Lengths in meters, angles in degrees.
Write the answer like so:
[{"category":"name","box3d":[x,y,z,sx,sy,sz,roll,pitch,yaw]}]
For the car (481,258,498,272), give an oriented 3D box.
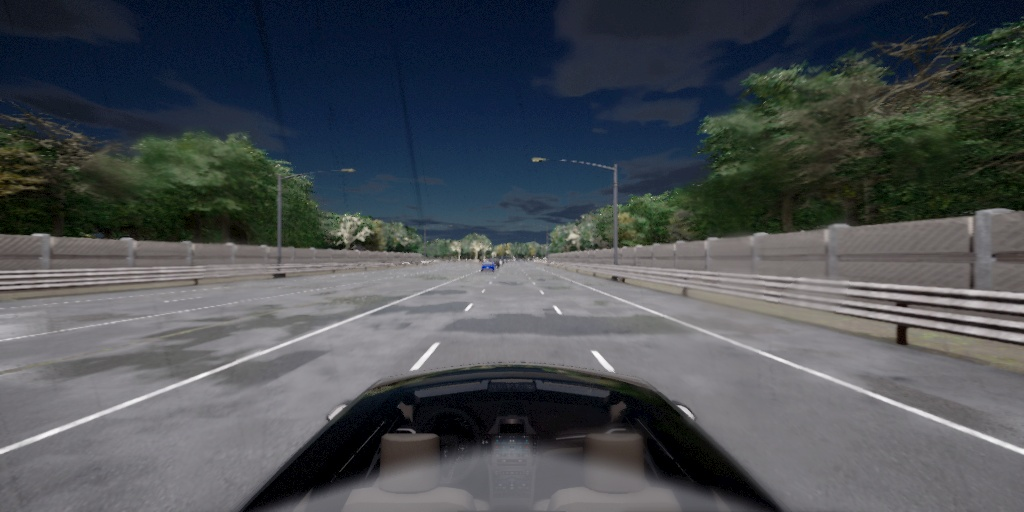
[{"category":"car","box3d":[-3.488,1.535,53.783,1.882,1.535,5.008,0,0,0]}]
